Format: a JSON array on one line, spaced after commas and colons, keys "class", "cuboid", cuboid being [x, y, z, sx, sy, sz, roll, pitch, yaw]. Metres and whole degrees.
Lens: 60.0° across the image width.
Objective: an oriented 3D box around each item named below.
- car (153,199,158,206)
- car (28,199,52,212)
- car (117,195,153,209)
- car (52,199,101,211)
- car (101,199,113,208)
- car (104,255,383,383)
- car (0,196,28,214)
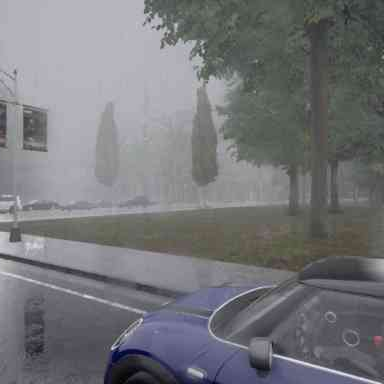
[{"class": "car", "cuboid": [-8.215, 1.836, 59.663, 2.128, 1.511, 4.902, 0, 0, 36]}, {"class": "car", "cuboid": [-19.832, 1.695, 43.092, 1.882, 1.535, 5.008, 0, 0, 35]}, {"class": "car", "cuboid": [-9.192, 1.515, 52.641, 2.150, 2.045, 5.566, 0, -1, 36]}, {"class": "car", "cuboid": [-15.176, 1.778, 44.084, 2.033, 1.411, 5.357, 0, 0, 35]}, {"class": "car", "cuboid": [-14.156, 1.837, 51.215, 1.994, 1.385, 4.181, 0, 0, 35]}, {"class": "car", "cuboid": [1.370, 1.352, 2.711, 4.553, 1.767, 2.097, 0, 0, 35]}, {"class": "car", "cuboid": [-21.133, 1.399, 35.564, 2.150, 2.045, 5.566, 0, 0, 34]}]
